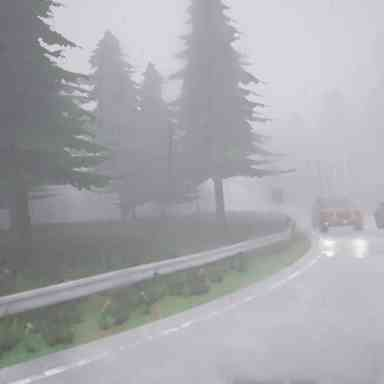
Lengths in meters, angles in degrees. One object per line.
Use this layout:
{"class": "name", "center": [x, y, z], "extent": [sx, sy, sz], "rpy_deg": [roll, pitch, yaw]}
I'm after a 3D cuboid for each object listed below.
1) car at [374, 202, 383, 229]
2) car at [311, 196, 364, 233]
{"class": "car", "center": [11.614, 1.052, 17.688], "extent": [2.150, 2.045, 5.566], "rpy_deg": [-4, -1, 11]}
{"class": "car", "center": [8.821, 1.306, 20.728], "extent": [2.150, 2.045, 5.566], "rpy_deg": [-4, -2, 12]}
